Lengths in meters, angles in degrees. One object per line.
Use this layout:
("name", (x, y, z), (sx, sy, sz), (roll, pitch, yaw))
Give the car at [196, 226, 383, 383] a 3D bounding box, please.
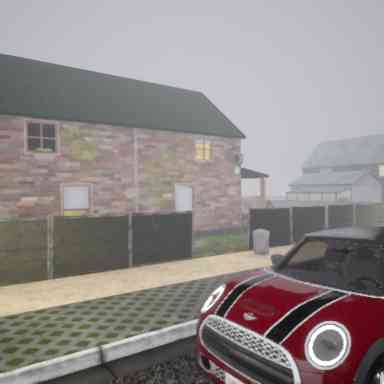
("car", (2.262, 1.350, 4.675), (4.553, 1.767, 2.097), (0, 0, -36))
